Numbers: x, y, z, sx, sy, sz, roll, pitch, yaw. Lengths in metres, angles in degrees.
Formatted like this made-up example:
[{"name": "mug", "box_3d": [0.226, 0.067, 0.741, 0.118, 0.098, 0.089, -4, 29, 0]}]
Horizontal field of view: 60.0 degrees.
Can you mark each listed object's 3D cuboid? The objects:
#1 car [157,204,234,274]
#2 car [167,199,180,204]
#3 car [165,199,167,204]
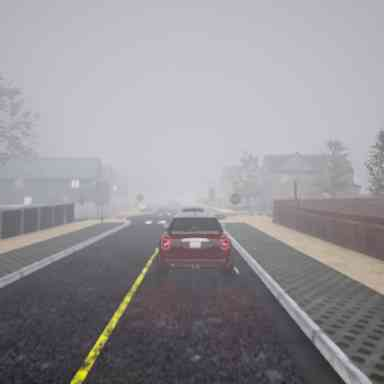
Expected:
[{"name": "car", "box_3d": [0.087, 1.430, 10.937, 2.097, 1.767, 4.553, 0, 0, 0]}, {"name": "car", "box_3d": [-4.050, 2.405, 77.255, 1.994, 1.385, 4.181, 0, -1, -10]}, {"name": "car", "box_3d": [-5.945, 2.475, 86.745, 1.812, 1.442, 4.674, 0, -1, -13]}]
